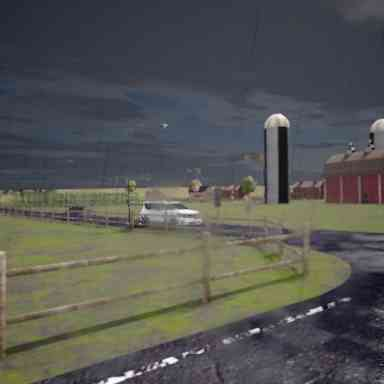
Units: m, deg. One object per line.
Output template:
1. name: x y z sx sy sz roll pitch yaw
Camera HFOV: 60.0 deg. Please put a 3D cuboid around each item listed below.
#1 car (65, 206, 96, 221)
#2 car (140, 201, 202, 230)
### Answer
1. car: -12.225 2.308 36.398 1.812 1.442 4.674 -1 0 -42
2. car: -1.743 1.709 25.302 2.150 2.045 5.566 -1 0 -44
